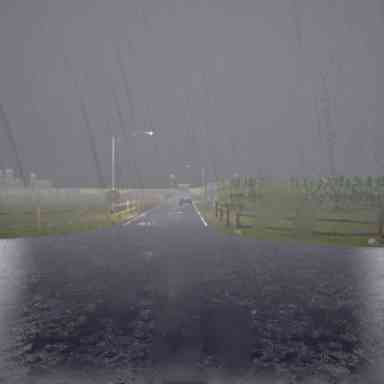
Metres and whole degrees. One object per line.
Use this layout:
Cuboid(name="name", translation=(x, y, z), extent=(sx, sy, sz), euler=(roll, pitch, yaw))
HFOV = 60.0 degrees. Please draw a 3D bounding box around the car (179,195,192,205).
Cuboid(name="car", translation=(-1.100, 1.254, 57.878), extent=(2.097, 1.767, 4.553), euler=(0, 0, -1))
